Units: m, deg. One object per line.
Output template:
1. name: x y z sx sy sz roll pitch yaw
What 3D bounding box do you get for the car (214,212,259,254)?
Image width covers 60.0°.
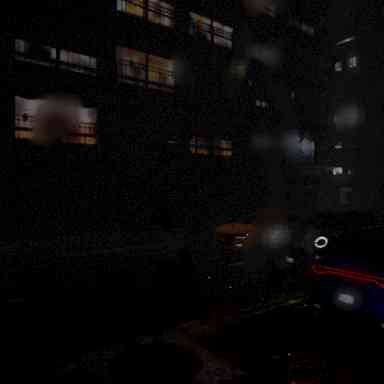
1. car: 3.185 1.564 14.078 5.008 1.535 1.882 1 0 -36

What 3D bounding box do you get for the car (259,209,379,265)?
1. car: 4.688 1.433 11.151 4.553 1.767 2.097 1 0 -36

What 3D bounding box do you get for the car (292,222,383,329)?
1. car: 4.420 1.535 6.671 5.008 1.535 1.882 1 0 -36
